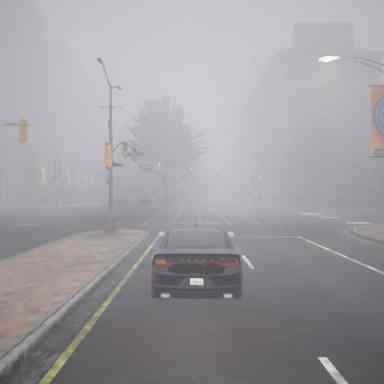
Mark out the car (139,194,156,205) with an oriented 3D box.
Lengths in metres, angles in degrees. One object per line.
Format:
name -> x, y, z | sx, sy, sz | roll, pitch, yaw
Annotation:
car -> -7.843, 1.483, 56.523 | 1.837, 1.490, 4.892 | 0, 0, 1

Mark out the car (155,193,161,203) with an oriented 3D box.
car -> -7.756, 1.500, 65.782 | 1.812, 1.442, 4.674 | 0, 0, 1

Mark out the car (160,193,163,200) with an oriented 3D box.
car -> -7.676, 1.195, 76.533 | 2.150, 2.045, 5.566 | 0, 0, 0

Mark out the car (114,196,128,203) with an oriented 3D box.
car -> -14.463, 1.568, 67.895 | 1.895, 1.301, 4.718 | 0, 0, 0

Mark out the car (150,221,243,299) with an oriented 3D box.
car -> 0.114, 1.474, 8.512 | 1.882, 1.535, 5.008 | 0, 0, 1
